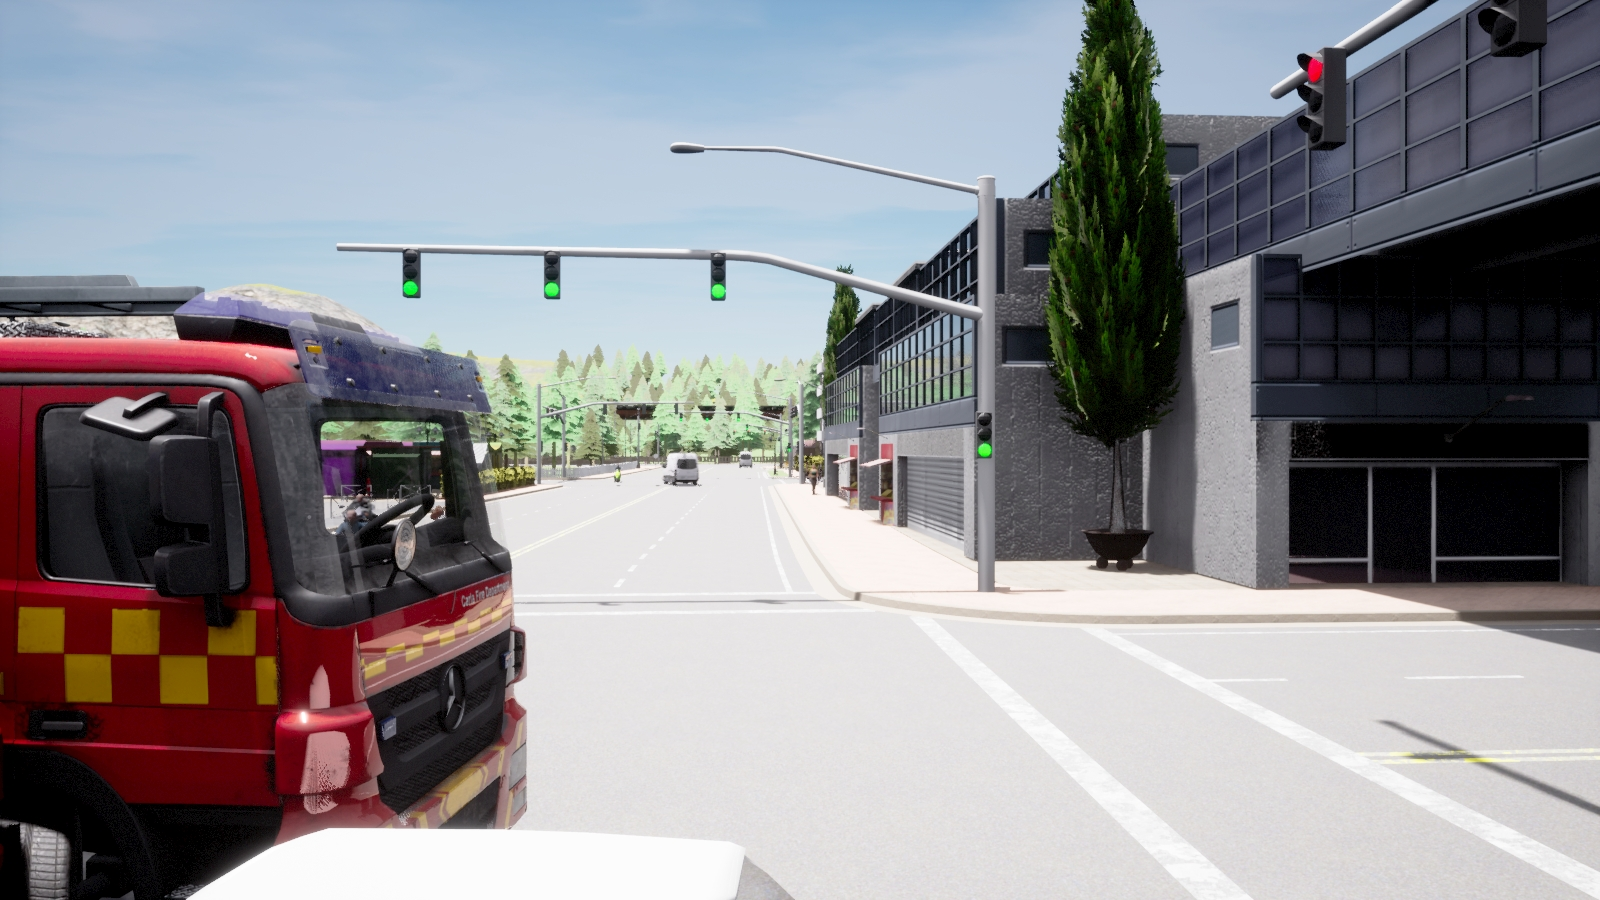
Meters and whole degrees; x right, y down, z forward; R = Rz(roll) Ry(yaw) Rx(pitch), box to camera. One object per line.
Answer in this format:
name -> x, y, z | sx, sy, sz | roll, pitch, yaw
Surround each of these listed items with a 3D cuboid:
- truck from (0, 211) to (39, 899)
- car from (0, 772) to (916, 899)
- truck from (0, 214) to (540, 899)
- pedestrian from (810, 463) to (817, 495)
truck -> -7.587, 0.890, 3.490 | 8.468, 3.827, 2.891 | 0, 0, -3
car -> -1.549, 2.065, 3.579 | 3.806, 1.475, 1.970 | 0, 0, 5
truck -> -6.102, 0.890, 6.659 | 8.468, 3.827, 2.891 | 0, 0, 4
pedestrian -> 0.787, 1.696, 66.719 | 0.375, 1.860, 0.375 | 0, 0, 1
